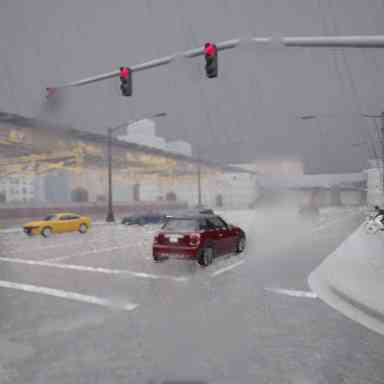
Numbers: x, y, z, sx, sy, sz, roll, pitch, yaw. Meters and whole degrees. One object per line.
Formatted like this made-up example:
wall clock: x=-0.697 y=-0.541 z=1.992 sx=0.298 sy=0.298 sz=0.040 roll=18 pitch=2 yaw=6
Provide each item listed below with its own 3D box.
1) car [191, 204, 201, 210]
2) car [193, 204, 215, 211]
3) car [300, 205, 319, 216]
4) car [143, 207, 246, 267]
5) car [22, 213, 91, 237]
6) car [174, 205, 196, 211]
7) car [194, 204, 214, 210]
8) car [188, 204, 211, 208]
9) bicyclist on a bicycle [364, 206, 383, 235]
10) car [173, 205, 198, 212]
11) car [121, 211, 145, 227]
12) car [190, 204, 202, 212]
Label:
car: x=0.881 y=3.479 z=76.054 sx=1.853 sy=1.218 sz=4.536 roll=-1 pitch=-2 yaw=-6
car: x=2.943 y=3.748 z=81.017 sx=4.974 sy=1.542 sz=2.038 roll=0 pitch=-2 yaw=-31
car: x=16.656 y=2.561 z=47.197 sx=1.812 sy=1.442 sz=4.674 roll=-2 pitch=-2 yaw=31
car: x=0.440 y=1.657 z=12.966 sx=2.097 sy=1.767 sz=4.553 roll=-2 pitch=-2 yaw=30
car: x=-9.554 y=2.287 z=23.862 sx=1.882 sy=1.535 sz=5.008 roll=-2 pitch=-2 yaw=30
car: x=-1.501 y=3.401 z=72.017 sx=4.536 sy=1.218 sz=1.853 roll=-1 pitch=-2 yaw=-16
car: x=2.896 y=3.591 z=80.995 sx=4.536 sy=1.218 sz=1.853 roll=0 pitch=-2 yaw=-31
car: x=0.975 y=2.643 z=41.623 sx=2.128 sy=1.511 sz=4.902 roll=-2 pitch=-2 yaw=31
bicyclist on a bicycle: x=10.487 y=1.588 z=18.515 sx=1.656 sy=1.620 sz=0.582 roll=-2 pitch=-2 yaw=31
car: x=-1.448 y=3.558 z=72.027 sx=4.974 sy=1.542 sz=2.038 roll=-1 pitch=-2 yaw=-16
car: x=-4.498 y=2.521 z=32.391 sx=2.033 sy=1.411 sz=5.357 roll=-2 pitch=-2 yaw=31
car: x=0.889 y=3.635 z=75.998 sx=2.038 sy=1.542 sz=4.974 roll=-1 pitch=-2 yaw=-6
